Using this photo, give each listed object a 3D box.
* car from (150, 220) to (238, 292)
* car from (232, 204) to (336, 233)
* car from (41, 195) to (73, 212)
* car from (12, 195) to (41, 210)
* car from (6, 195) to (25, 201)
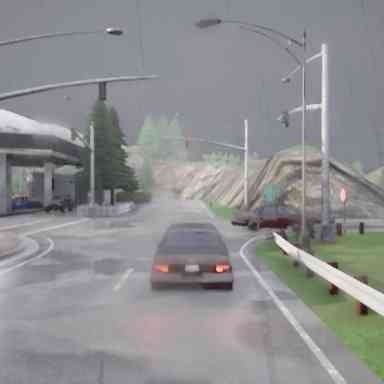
[{"bbox_3d":[0.003,1.528,8.981,2.033,1.411,5.357,0,0,0],"label":"car"},{"bbox_3d":[4.810,1.353,17.743,5.357,1.411,2.033,-1,0,24],"label":"car"},{"bbox_3d":[-14.517,1.234,36.566,1.905,1.878,3.866,0,0,-1],"label":"car"},{"bbox_3d":[-20.223,1.391,40.846,2.242,1.667,4.611,0,0,-1],"label":"car"},{"bbox_3d":[-41.106,1.356,77.564,1.812,1.442,4.674,0,0,0],"label":"car"}]
